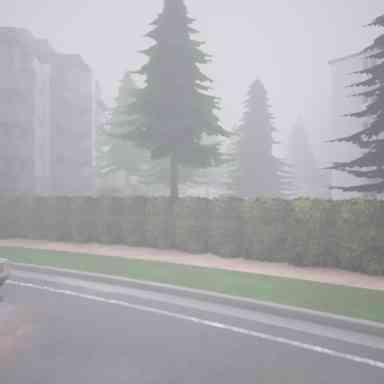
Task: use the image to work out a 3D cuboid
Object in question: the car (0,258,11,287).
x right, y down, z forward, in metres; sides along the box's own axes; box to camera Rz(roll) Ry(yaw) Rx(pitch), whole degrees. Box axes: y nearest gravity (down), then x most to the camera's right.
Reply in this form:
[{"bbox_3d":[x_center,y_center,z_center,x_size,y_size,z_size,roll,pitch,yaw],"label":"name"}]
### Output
[{"bbox_3d":[-6.220,1.590,7.006,4.718,1.301,1.895,0,0,24],"label":"car"}]
